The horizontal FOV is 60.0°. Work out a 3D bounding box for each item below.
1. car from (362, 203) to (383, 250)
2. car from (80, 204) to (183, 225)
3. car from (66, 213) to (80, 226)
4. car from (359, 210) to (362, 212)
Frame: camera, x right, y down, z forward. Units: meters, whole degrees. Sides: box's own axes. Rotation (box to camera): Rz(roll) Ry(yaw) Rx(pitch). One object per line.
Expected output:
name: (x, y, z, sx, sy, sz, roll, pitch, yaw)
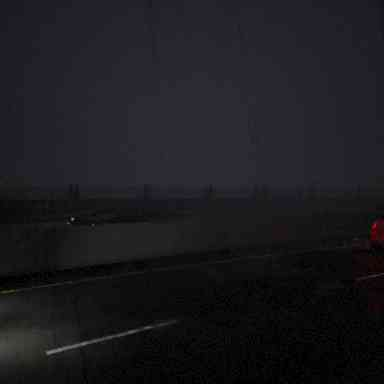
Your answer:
car: (9.050, 1.334, 12.698, 4.553, 1.767, 2.097, 0, 0, -26)
car: (-3.053, 1.491, 18.390, 5.357, 1.411, 2.033, 0, 0, -30)
car: (-5.106, 1.480, 21.246, 5.357, 1.411, 2.033, 0, 0, -31)
car: (13.237, 1.471, 22.373, 4.892, 1.490, 1.837, 1, 0, -21)
